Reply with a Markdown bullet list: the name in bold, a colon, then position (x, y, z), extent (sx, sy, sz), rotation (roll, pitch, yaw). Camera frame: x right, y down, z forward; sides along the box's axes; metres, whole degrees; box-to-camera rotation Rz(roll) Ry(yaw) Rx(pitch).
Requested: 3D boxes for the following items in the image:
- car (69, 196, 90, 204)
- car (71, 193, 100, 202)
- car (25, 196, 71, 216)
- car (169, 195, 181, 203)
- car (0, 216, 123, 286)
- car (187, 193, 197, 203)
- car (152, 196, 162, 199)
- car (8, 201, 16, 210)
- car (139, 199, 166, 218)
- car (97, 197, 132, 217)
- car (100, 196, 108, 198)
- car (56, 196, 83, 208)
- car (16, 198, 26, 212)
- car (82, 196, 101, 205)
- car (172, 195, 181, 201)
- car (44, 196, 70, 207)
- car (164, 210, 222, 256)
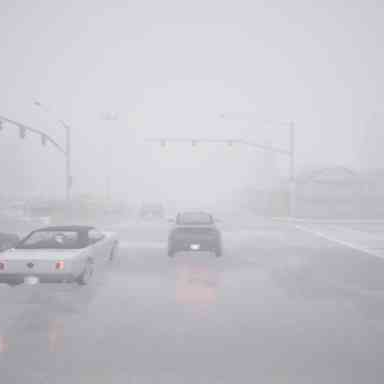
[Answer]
- **car**: position (-21.001, 1.459, 62.368), extent (2.033, 1.411, 5.357), rotation (0, 0, 0)
- **car**: position (-14.028, 1.161, 42.734), extent (2.150, 2.045, 5.566), rotation (0, 0, 0)
- **car**: position (-14.049, 1.431, 32.797), extent (1.882, 1.535, 5.008), rotation (0, 0, -1)
- **car**: position (-3.501, 1.432, 66.016), extent (1.812, 1.442, 4.674), rotation (0, 0, 0)
- **car**: position (-3.400, 1.587, 9.302), extent (1.895, 1.301, 4.718), rotation (0, 0, 0)
- **car**: position (-0.001, 1.401, 67.283), extent (2.128, 1.511, 4.902), rotation (0, 0, 0)
- **car**: position (-7.001, 1.431, 66.016), extent (1.812, 1.442, 4.674), rotation (0, 0, 0)
- **car**: position (-21.021, 1.466, 41.626), extent (1.812, 1.442, 4.674), rotation (0, 0, 0)
- **car**: position (-3.401, 1.559, 29.509), extent (1.895, 1.301, 4.718), rotation (0, 0, 0)
- **car**: position (-6.900, 1.503, 30.843), extent (2.033, 1.411, 5.357), rotation (0, 0, 0)
- **car**: position (-14.001, 1.430, 52.866), extent (1.837, 1.490, 4.892), rotation (0, 0, 0)
- **car**: position (-17.501, 1.423, 47.912), extent (2.128, 1.511, 4.902), rotation (0, 0, 0)
- **car**: position (-17.560, 1.437, 38.115), extent (2.128, 1.511, 4.902), rotation (0, 0, 0)
- **car**: position (-17.501, 1.481, 57.951), extent (1.994, 1.385, 4.181), rotation (0, 0, 0)
- **car**: position (-3.501, 1.377, 75.216), extent (1.895, 1.301, 4.718), rotation (0, 0, 0)
- **car**: position (-21.001, 1.417, 51.972), extent (2.128, 1.511, 4.902), rotation (0, 0, 0)
- **car**: position (0.099, 1.486, 13.008), extent (1.837, 1.490, 4.892), rotation (0, 0, 0)
